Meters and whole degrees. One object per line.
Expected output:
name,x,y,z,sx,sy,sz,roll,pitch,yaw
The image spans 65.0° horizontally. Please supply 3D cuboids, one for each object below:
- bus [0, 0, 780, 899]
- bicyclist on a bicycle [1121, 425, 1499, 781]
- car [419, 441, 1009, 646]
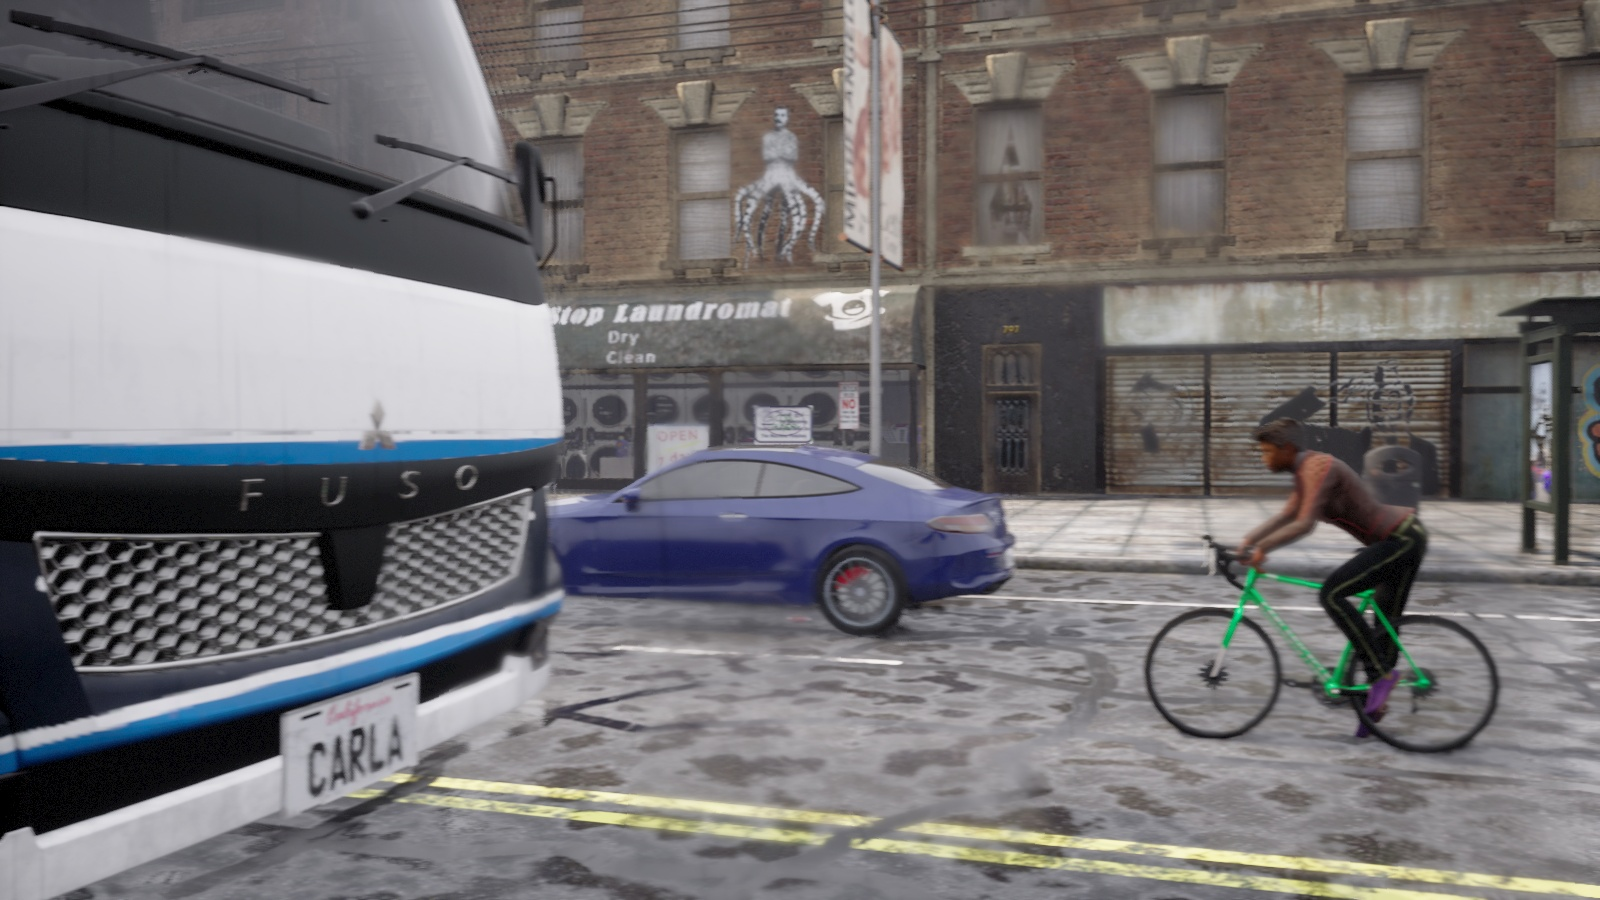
bus,-5.582,-0.665,5.015,10.273,4.253,3.944,1,1,17
bicyclist on a bicycle,2.467,0.690,6.229,1.656,1.620,0.582,0,1,17
car,-0.686,0.672,10.700,4.674,1.442,1.812,1,1,17
